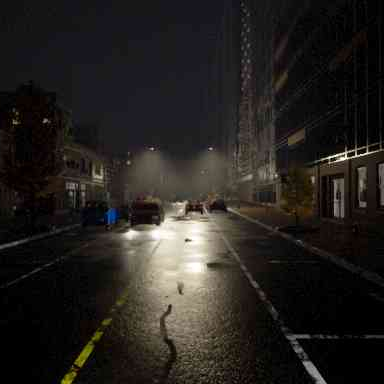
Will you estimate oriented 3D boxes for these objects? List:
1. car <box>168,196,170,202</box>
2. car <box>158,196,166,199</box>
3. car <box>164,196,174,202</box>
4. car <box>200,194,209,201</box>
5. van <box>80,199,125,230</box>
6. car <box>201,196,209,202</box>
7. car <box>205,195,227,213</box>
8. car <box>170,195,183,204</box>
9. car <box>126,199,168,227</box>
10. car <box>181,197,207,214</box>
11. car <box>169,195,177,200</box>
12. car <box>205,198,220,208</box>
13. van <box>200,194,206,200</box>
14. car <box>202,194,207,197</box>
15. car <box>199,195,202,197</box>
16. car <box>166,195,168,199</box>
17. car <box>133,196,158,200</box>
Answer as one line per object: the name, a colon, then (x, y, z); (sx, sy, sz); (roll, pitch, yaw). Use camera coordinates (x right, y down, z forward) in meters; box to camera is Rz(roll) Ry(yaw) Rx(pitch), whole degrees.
car: (-5.383, 1.471, 71.547); (1.967, 1.590, 4.097); (1, 0, 0)
car: (-5.478, 1.570, 48.972); (2.008, 1.369, 4.403); (1, 0, 0)
car: (-5.362, 1.600, 77.191); (1.947, 1.339, 4.313); (1, 0, 0)
car: (3.053, 1.353, 82.745); (2.192, 1.841, 5.009); (1, 0, 0)
van: (-5.590, 1.349, 20.752); (1.690, 1.788, 3.998); (1, 0, 0)
car: (3.021, 1.616, 77.101); (1.802, 1.307, 4.206); (1, 0, 0)
car: (2.857, 1.454, 37.594); (1.967, 1.590, 4.097); (1, 0, 0)
car: (-2.729, 1.562, 66.176); (1.837, 1.490, 4.892); (0, 0, 0)
car: (-3.007, 1.486, 23.110); (1.882, 1.535, 5.008); (0, 1, 0)
car: (0.233, 1.560, 35.175); (2.033, 1.411, 5.357); (0, 0, 0)
car: (-5.293, 1.610, 94.123); (1.947, 1.339, 4.313); (1, 0, 0)
car: (2.902, 1.585, 48.881); (1.947, 1.339, 4.313); (1, 0, 0)
van: (3.061, 1.385, 94.034); (1.690, 1.788, 3.998); (1, 0, 0)
car: (2.882, 1.331, 43.238); (2.192, 1.841, 5.009); (1, 0, 0)
car: (0.244, 1.522, 45.704); (1.837, 1.490, 4.892); (0, 0, 1)
car: (-5.455, 1.566, 54.615); (1.887, 1.381, 4.507); (1, 0, 0)
car: (-5.520, 1.329, 37.684); (2.192, 1.841, 5.009); (1, 0, 0)
